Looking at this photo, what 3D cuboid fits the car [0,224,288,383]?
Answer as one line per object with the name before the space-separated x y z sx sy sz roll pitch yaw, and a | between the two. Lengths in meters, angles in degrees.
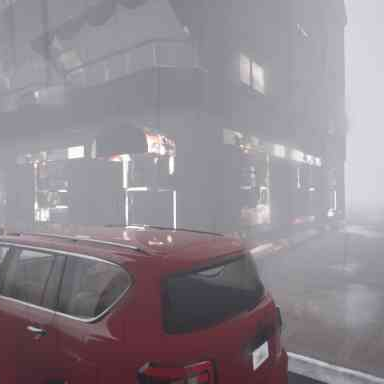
car | -1.426 1.316 3.899 5.009 1.841 2.192 0 -1 35
